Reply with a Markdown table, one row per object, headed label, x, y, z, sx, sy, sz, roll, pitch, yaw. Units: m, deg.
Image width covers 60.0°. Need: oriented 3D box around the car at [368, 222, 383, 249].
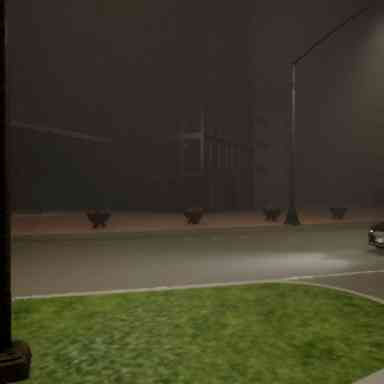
| label | x | y | z | sx | sy | sz | roll | pitch | yaw |
| --- | --- | --- | --- | --- | --- | --- | --- | --- | --- |
| car | 8.895 | 1.422 | 12.443 | 4.902 | 1.511 | 2.128 | 0 | 0 | -19 |
